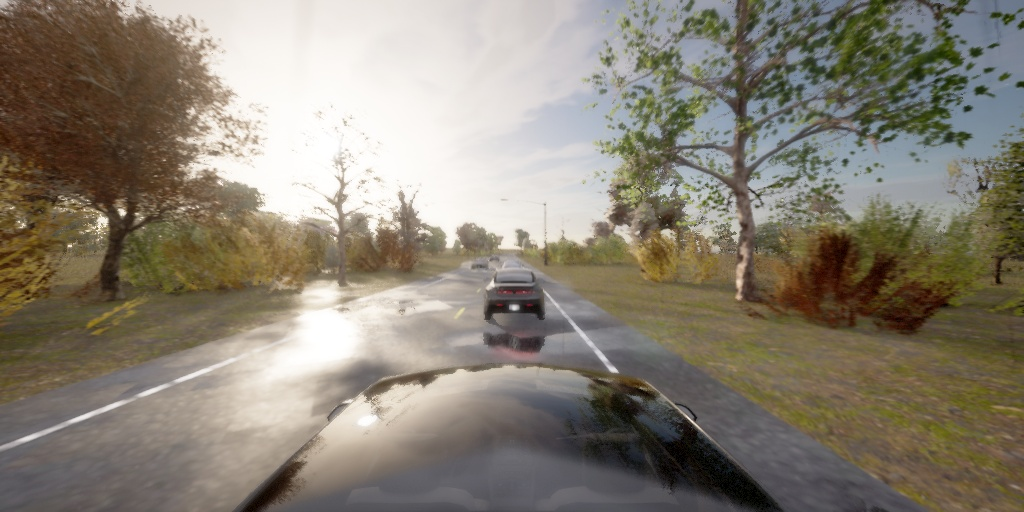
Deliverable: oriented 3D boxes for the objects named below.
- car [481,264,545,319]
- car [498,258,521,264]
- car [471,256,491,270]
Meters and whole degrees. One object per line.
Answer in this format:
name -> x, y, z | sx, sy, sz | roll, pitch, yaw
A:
car -> 0.069, 1.174, 12.408 | 1.837, 1.490, 4.892 | 0, 0, 0
car -> 0.014, 1.074, 28.318 | 1.812, 1.442, 4.674 | 0, 0, 0
car -> -3.876, 0.984, 43.575 | 1.994, 1.385, 4.181 | 0, 0, -2
